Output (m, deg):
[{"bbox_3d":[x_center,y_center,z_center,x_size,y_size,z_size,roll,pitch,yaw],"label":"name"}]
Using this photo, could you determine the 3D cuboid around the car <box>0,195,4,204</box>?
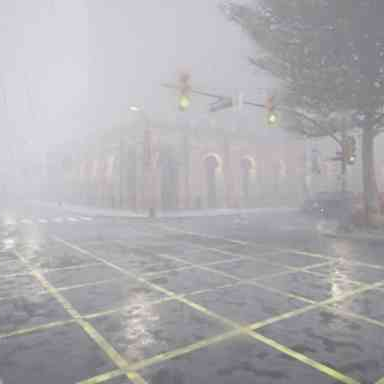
[{"bbox_3d":[-31.394,1.156,53.249,2.128,1.511,4.902,-1,1,-35],"label":"car"}]

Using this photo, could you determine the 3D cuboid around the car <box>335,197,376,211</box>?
[{"bbox_3d":[17.546,1.223,35.651,4.718,1.301,1.895,-1,1,-35],"label":"car"}]

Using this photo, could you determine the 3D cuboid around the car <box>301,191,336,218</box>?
[{"bbox_3d":[11.469,0.941,27.551,5.566,2.045,2.150,-1,1,-35],"label":"car"}]

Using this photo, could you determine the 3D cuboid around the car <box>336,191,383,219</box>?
[{"bbox_3d":[13.477,0.958,24.685,5.566,2.045,2.150,-1,1,-35],"label":"car"}]
